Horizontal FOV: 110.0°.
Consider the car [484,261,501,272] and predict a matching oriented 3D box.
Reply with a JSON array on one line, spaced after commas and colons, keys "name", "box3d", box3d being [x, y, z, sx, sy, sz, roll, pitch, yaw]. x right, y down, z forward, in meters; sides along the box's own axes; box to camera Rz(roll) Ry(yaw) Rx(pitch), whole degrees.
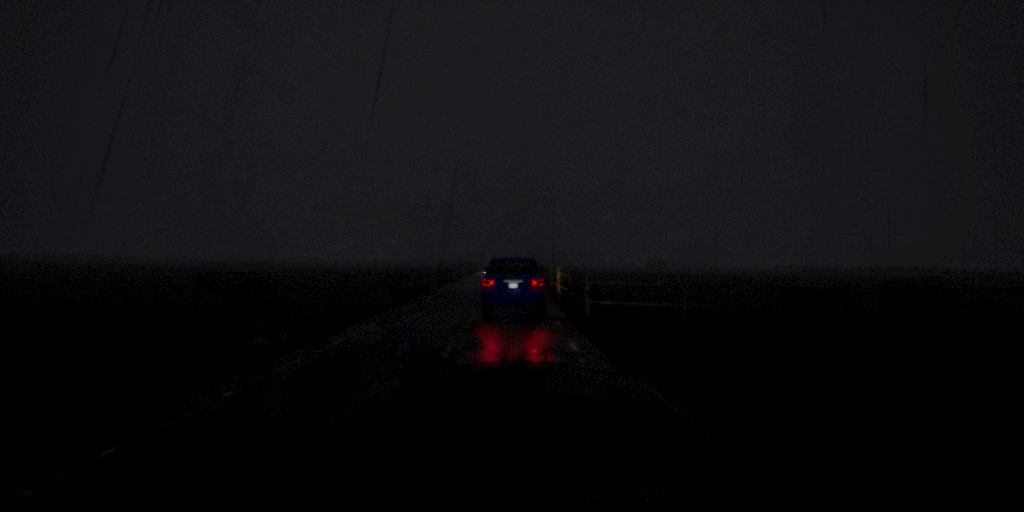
[{"name": "car", "box3d": [-2.817, 1.432, 52.332, 2.128, 1.511, 4.902, 0, 0, 0]}]

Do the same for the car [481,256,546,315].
[{"name": "car", "box3d": [0.065, 1.018, 13.936, 2.150, 2.045, 5.566, 0, 0, 0]}]
